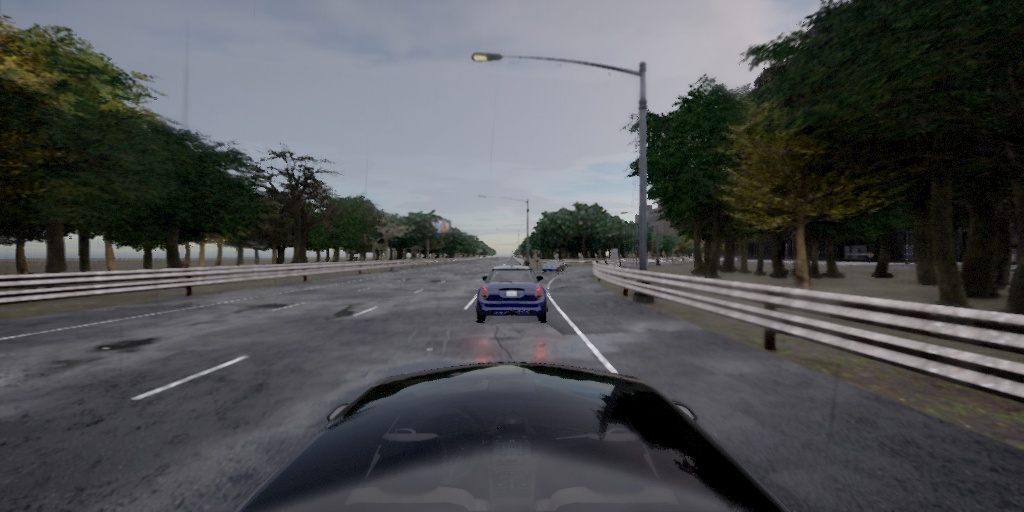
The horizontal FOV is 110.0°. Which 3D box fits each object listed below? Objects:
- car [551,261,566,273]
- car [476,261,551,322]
[{"bbox_3d":[4.982,1.257,41.858,2.033,1.411,5.357,0,0,20],"label":"car"},{"bbox_3d":[0.023,1.091,12.372,2.097,1.767,4.553,0,0,1],"label":"car"}]
